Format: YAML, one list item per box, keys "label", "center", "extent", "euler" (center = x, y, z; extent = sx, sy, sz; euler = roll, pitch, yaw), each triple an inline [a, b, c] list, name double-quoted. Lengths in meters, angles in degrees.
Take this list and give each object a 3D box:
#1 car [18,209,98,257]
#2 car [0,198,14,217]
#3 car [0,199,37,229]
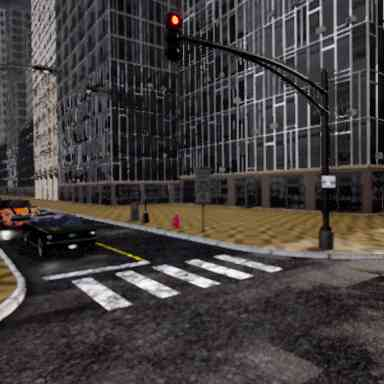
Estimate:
- label: "car"
  center: [-5.322, 1.542, 13.098]
  extent: [1.895, 1.301, 4.718]
  euler: [-2, 1, -35]
- label: "car"
  center: [-18.091, 1.396, 31.167]
  extent: [1.837, 1.490, 4.892]
  euler: [-2, 1, -35]
- label: "car"
  center: [-11.294, 1.270, 21.527]
  extent: [2.097, 1.767, 4.553]
  euler: [-2, 1, -35]
